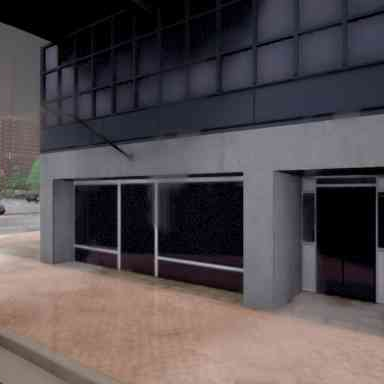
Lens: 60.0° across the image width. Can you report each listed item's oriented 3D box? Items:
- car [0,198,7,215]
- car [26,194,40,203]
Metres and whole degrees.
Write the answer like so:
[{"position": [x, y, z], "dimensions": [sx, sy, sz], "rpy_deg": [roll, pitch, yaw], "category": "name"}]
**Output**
[{"position": [-17.894, 1.491, 27.199], "dimensions": [2.128, 1.511, 4.902], "rpy_deg": [0, 0, 36], "category": "car"}, {"position": [-30.237, 1.153, 64.728], "dimensions": [4.605, 1.855, 1.932], "rpy_deg": [0, 0, 35], "category": "car"}]
